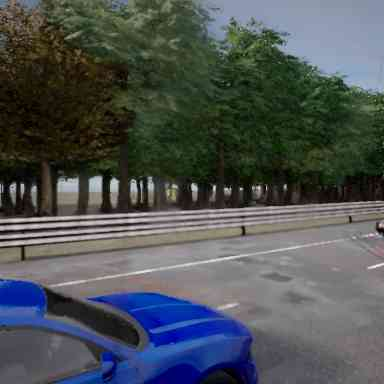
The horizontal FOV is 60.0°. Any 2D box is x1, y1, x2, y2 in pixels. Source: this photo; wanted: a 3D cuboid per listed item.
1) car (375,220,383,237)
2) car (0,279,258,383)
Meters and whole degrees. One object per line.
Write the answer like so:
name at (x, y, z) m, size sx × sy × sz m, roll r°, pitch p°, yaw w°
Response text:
car at (10.698, 1.508, 15.672) m, size 4.718 × 1.301 × 1.895 m, roll -1°, pitch 0°, yaw -35°
car at (-1.651, 1.478, 2.568) m, size 5.008 × 1.535 × 1.882 m, roll 0°, pitch 0°, yaw -35°
